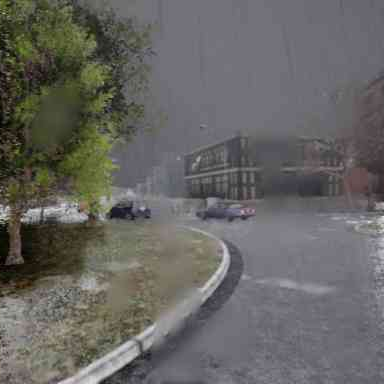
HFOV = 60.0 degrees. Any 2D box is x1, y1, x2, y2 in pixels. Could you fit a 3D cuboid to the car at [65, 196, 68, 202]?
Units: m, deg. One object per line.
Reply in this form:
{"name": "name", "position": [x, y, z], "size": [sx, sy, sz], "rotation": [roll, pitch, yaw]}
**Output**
{"name": "car", "position": [-35.790, 2.205, 86.277], "size": [5.008, 1.535, 2.097], "rotation": [-2, 1, -10]}

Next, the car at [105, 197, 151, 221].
{"name": "car", "position": [-5.776, 1.569, 29.577], "size": [4.553, 1.767, 2.097], "rotation": [-2, 0, 42]}

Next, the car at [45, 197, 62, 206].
{"name": "car", "position": [-34.363, 2.004, 78.127], "size": [5.566, 2.045, 2.435], "rotation": [-2, 1, -10]}

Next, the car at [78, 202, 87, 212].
{"name": "car", "position": [-14.648, 1.813, 45.958], "size": [2.097, 1.767, 4.553], "rotation": [-2, 0, -19]}

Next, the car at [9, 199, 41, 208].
{"name": "car", "position": [-31.389, 2.198, 61.846], "size": [4.553, 1.767, 2.185], "rotation": [-2, 0, -10]}

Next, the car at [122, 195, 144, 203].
{"name": "car", "position": [-14.190, 1.697, 79.996], "size": [5.008, 1.535, 2.097], "rotation": [-2, 1, -10]}

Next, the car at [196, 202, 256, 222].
{"name": "car", "position": [2.553, 1.510, 26.178], "size": [2.033, 1.411, 5.357], "rotation": [-2, 0, -38]}

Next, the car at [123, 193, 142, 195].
{"name": "car", "position": [-12.187, 1.628, 68.927], "size": [4.553, 1.767, 2.185], "rotation": [-2, 0, -10]}

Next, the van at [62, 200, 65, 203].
{"name": "van", "position": [-35.191, 1.992, 83.582], "size": [4.442, 1.987, 1.878], "rotation": [-2, 1, -10]}

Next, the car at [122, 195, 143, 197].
{"name": "car", "position": [-11.290, 1.790, 63.566], "size": [4.792, 1.488, 2.163], "rotation": [-2, 0, -10]}

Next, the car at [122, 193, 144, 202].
{"name": "car", "position": [-15.115, 1.409, 85.347], "size": [5.566, 2.045, 2.435], "rotation": [-2, 1, -10]}

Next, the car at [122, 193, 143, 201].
{"name": "car", "position": [-16.168, 1.374, 90.934], "size": [5.566, 2.045, 2.435], "rotation": [-2, 1, -10]}
